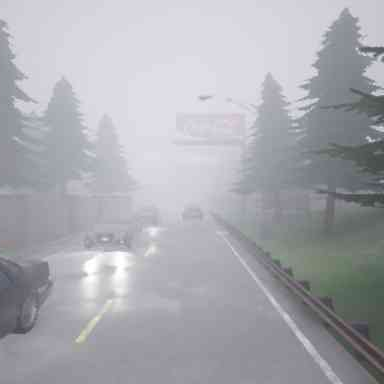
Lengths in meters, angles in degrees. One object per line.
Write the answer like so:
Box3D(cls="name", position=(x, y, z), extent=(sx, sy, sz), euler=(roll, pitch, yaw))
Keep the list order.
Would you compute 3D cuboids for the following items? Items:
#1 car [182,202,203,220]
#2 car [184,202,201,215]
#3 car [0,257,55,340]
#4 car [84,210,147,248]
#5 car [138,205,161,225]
Box3D(cls="car", position=(0.074, 1.975, 32.377), extent=(1.994, 1.385, 4.181), euler=(0, -1, 0))
Box3D(cls="car", position=(0.069, 2.049, 42.977), extent=(2.128, 1.511, 4.902), euler=(0, -1, 0))
Box3D(cls="car", position=(-3.601, 1.604, 4.231), extent=(2.033, 1.411, 5.357), euler=(0, -1, 0))
Box3D(cls="car", position=(-3.565, 1.764, 15.631), extent=(1.994, 1.385, 4.181), euler=(0, -1, 0))
Box3D(cls="car", position=(-3.571, 1.849, 27.109), extent=(1.837, 1.490, 4.892), euler=(0, -1, 0))
